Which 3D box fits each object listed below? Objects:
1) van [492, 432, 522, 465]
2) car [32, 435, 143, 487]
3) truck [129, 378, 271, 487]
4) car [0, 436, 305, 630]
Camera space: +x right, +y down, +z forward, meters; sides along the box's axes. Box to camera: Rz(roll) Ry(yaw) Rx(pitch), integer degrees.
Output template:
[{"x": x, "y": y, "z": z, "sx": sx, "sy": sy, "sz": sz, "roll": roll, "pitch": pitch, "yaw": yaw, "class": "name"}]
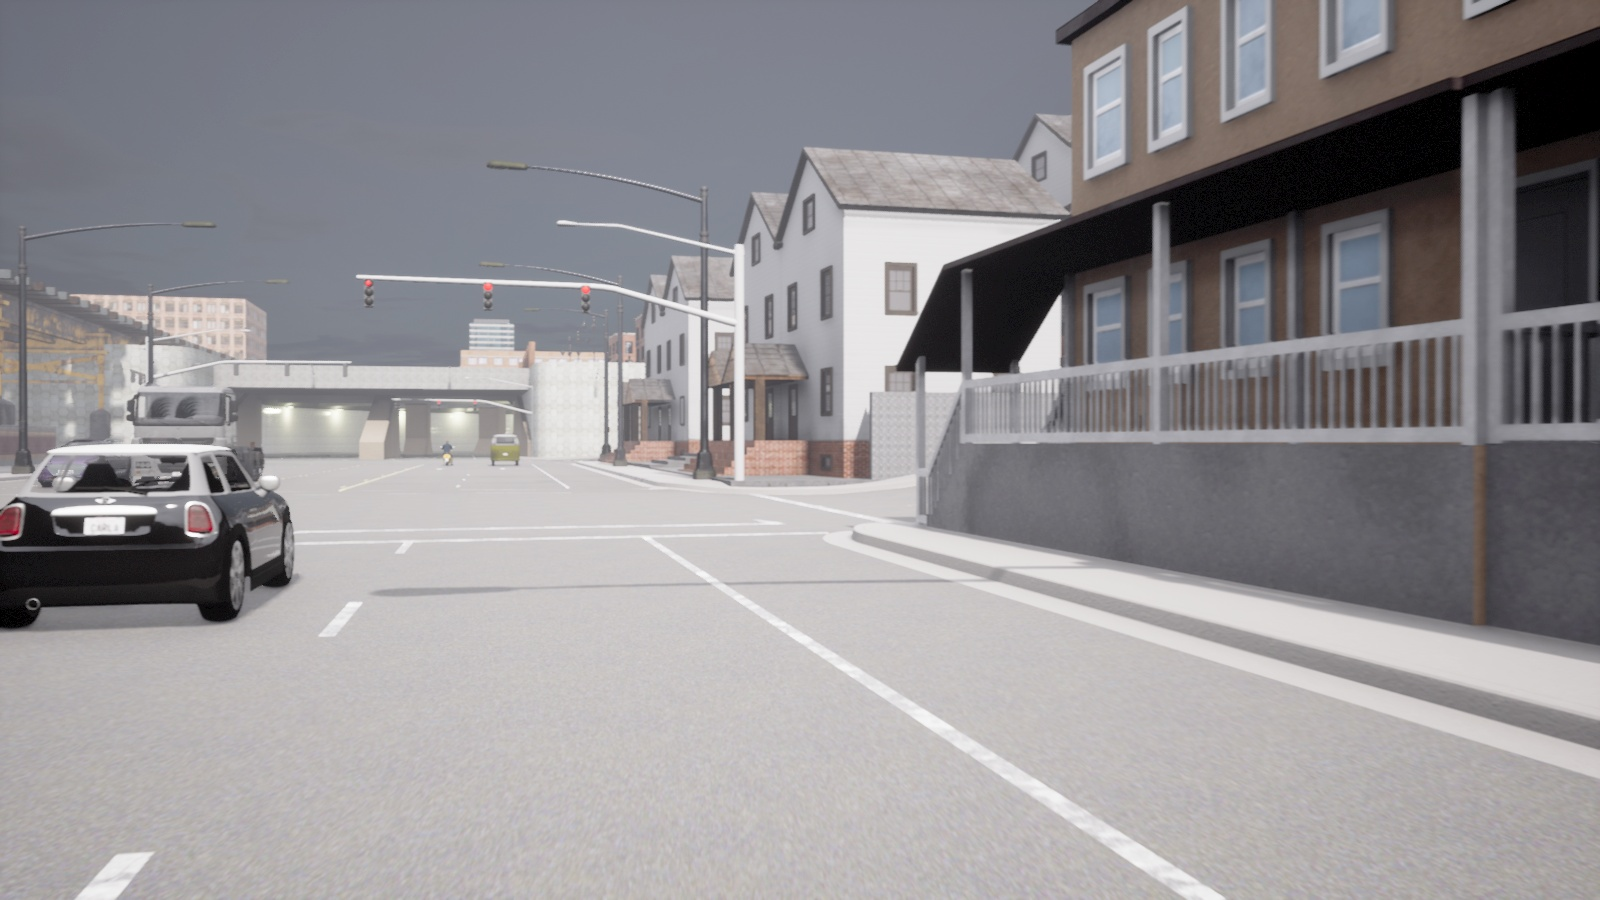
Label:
[{"x": -18.463, "y": -0.100, "z": 79.010, "sx": 1.775, "sy": 1.987, "sz": 4.442, "roll": 0, "pitch": 0, "yaw": -14, "class": "van"}, {"x": -24.189, "y": 0.333, "z": 42.836, "sx": 2.033, "sy": 1.649, "sz": 4.856, "roll": 0, "pitch": 0, "yaw": -13, "class": "car"}, {"x": -20.949, "y": -0.586, "z": 44.348, "sx": 2.891, "sy": 3.462, "sz": 7.936, "roll": 0, "pitch": 0, "yaw": -13, "class": "truck"}, {"x": -5.898, "y": 0.620, "z": 11.578, "sx": 1.970, "sy": 1.475, "sz": 3.806, "roll": 0, "pitch": 0, "yaw": -14, "class": "car"}]
